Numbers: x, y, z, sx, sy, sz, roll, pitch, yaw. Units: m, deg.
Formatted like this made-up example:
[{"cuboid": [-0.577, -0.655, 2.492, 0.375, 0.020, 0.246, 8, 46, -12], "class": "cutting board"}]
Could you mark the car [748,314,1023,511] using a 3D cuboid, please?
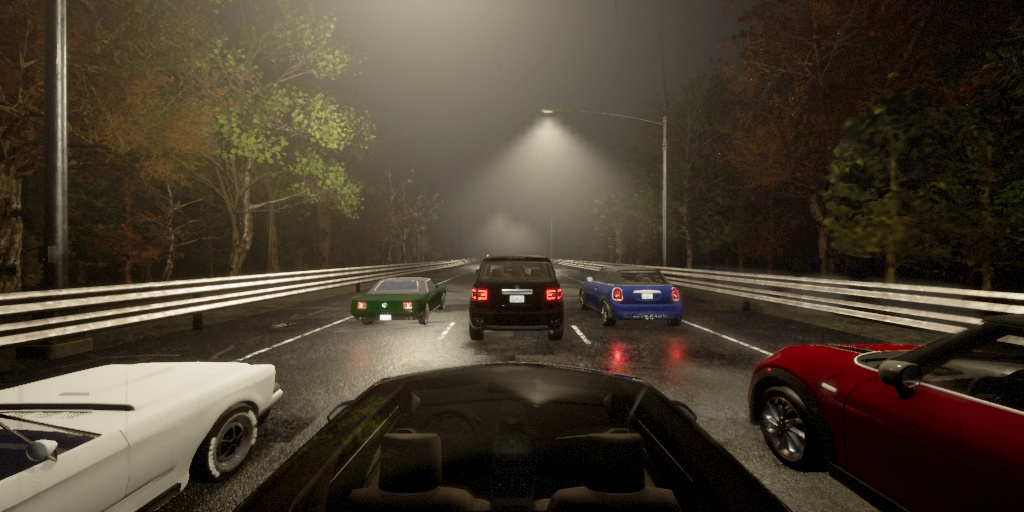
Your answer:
[{"cuboid": [3.595, 1.102, 1.992, 2.097, 1.767, 4.553, 0, 0, 0], "class": "car"}]

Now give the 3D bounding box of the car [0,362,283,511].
[{"cuboid": [-3.401, 1.351, 1.707, 1.895, 1.301, 4.718, 0, 0, 0], "class": "car"}]

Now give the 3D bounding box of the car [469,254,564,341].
[{"cuboid": [0.103, 0.970, 10.045, 2.150, 2.045, 5.566, 0, 0, 0], "class": "car"}]

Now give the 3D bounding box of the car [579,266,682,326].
[{"cuboid": [3.605, 1.099, 11.744, 2.097, 1.767, 4.553, 0, 0, -1], "class": "car"}]

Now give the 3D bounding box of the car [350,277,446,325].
[{"cuboid": [-3.395, 1.348, 11.762, 1.895, 1.301, 4.718, 0, 0, -1], "class": "car"}]
